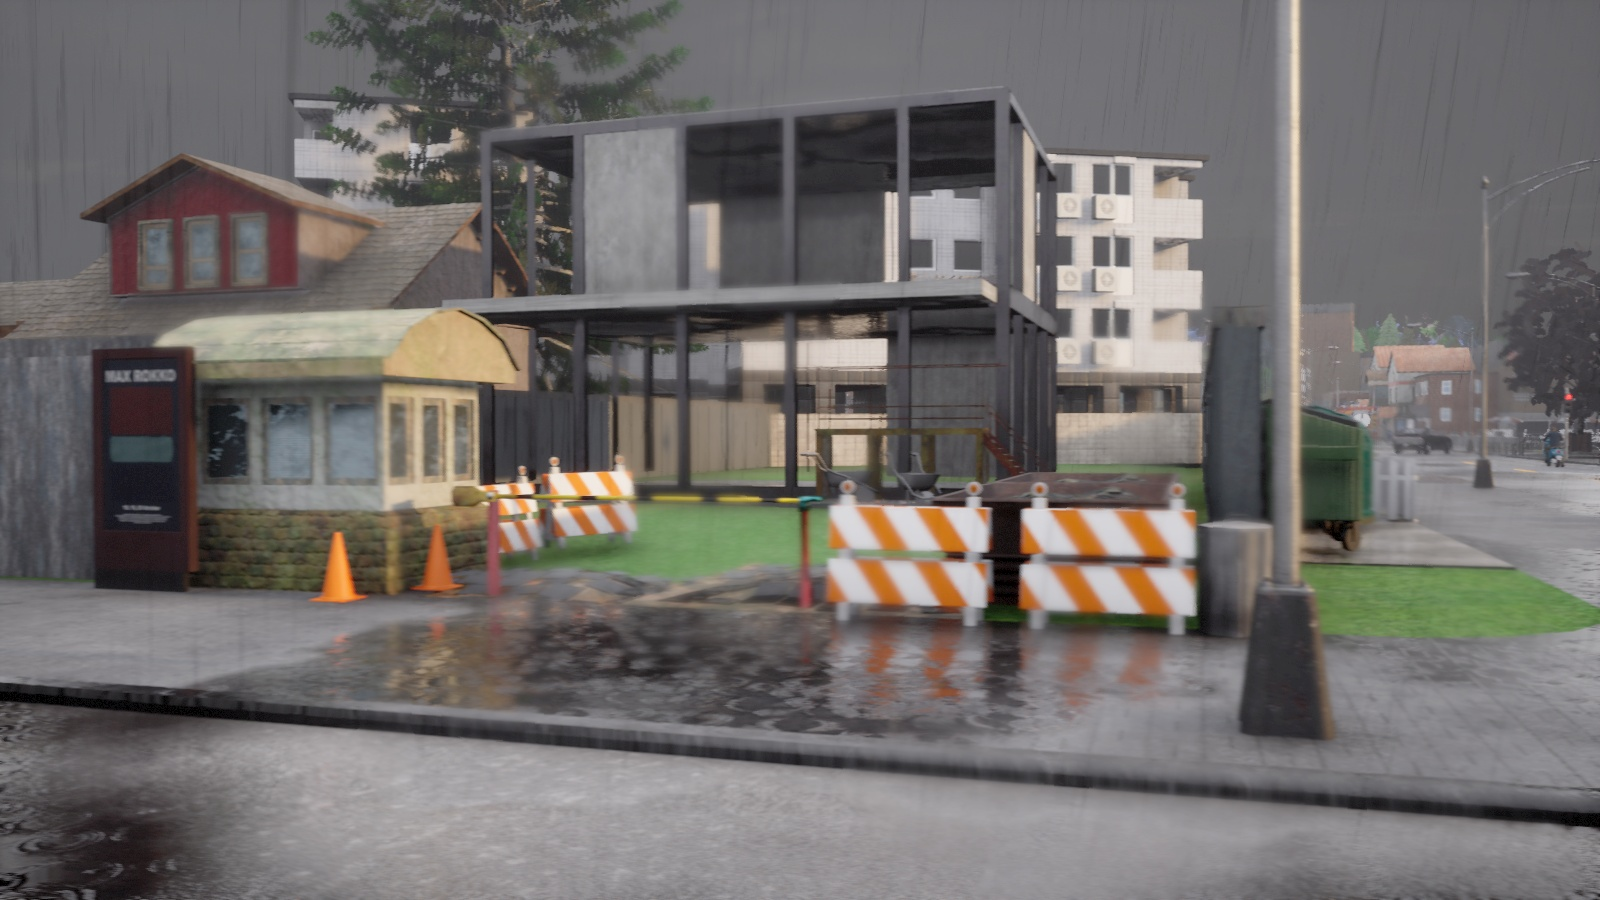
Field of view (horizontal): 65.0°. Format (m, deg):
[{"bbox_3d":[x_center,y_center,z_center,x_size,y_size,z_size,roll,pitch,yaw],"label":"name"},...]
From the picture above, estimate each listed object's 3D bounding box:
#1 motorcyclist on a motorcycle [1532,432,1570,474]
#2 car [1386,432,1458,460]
[{"bbox_3d":[29.272,0.096,48.957,0.866,1.590,1.817,1,1,18],"label":"motorcyclist on a motorcycle"},{"bbox_3d":[35.778,-0.253,72.158,4.902,1.511,2.128,-1,1,-43],"label":"car"}]
